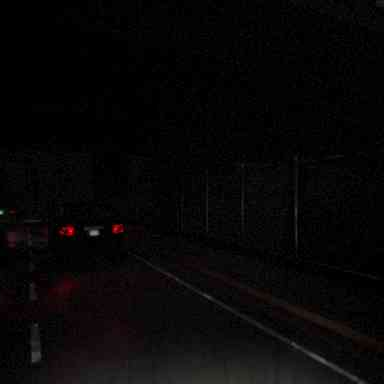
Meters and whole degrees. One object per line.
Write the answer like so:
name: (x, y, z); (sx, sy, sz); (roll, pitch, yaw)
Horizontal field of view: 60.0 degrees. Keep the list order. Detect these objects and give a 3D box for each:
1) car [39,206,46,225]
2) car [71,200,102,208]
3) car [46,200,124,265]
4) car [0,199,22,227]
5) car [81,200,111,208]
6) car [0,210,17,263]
car: (-11.227, 1.815, 27.042); (1.837, 1.490, 4.892); (0, 0, -25)
car: (-20.720, 2.289, 65.345); (5.357, 1.411, 2.033); (1, -1, -43)
car: (-4.198, 1.372, 12.729); (2.150, 2.045, 5.566); (0, 0, -26)
car: (-13.986, 1.502, 24.675); (2.150, 2.045, 5.566); (0, 0, -26)
car: (-18.113, 2.211, 62.780); (4.902, 1.511, 2.128); (1, -1, -41)
car: (-7.747, 1.628, 12.029); (2.128, 1.511, 4.902); (0, -1, -26)
